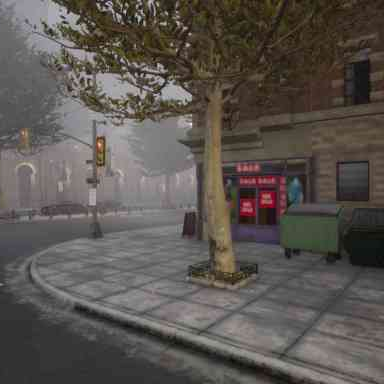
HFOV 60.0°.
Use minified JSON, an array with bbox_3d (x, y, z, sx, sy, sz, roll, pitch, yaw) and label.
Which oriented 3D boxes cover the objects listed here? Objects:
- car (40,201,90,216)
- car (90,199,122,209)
[{"bbox_3d":[-12.701,1.564,32.894,1.994,1.385,4.181,0,0,36],"label":"car"},{"bbox_3d":[-11.936,1.595,45.181,1.895,1.301,4.718,0,0,36],"label":"car"}]
